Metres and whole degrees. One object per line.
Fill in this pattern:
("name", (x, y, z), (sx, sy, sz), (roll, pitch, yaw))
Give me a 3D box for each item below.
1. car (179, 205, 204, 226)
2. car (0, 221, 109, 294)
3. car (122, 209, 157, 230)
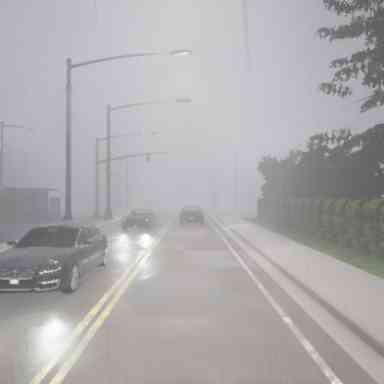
("car", (-0.041, 1.828, 26.887), (1.882, 1.535, 5.008), (0, -1, -1))
("car", (-3.642, 1.628, 9.222), (1.837, 1.490, 4.892), (0, -1, 0))
("car", (-3.625, 1.908, 23.467), (1.895, 1.301, 4.718), (0, -1, 0))
